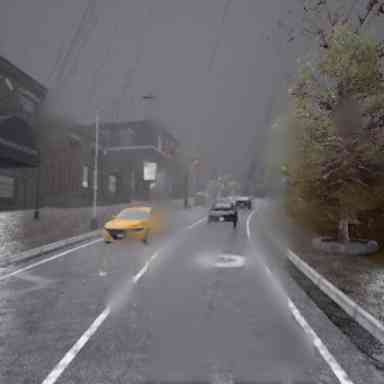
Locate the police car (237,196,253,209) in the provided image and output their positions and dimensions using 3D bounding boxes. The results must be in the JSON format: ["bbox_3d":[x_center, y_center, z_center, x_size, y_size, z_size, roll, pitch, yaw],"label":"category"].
[{"bbox_3d":[6.427,1.259,41.045,1.930,1.638,5.238,-1,0,15],"label":"police car"}]

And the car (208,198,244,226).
[{"bbox_3d":[2.212,1.412,22.698,2.128,1.511,4.902,-1,0,10],"label":"car"}]

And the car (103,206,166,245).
[{"bbox_3d":[-2.539,1.457,15.710,1.882,1.535,5.008,-1,0,7],"label":"car"}]
